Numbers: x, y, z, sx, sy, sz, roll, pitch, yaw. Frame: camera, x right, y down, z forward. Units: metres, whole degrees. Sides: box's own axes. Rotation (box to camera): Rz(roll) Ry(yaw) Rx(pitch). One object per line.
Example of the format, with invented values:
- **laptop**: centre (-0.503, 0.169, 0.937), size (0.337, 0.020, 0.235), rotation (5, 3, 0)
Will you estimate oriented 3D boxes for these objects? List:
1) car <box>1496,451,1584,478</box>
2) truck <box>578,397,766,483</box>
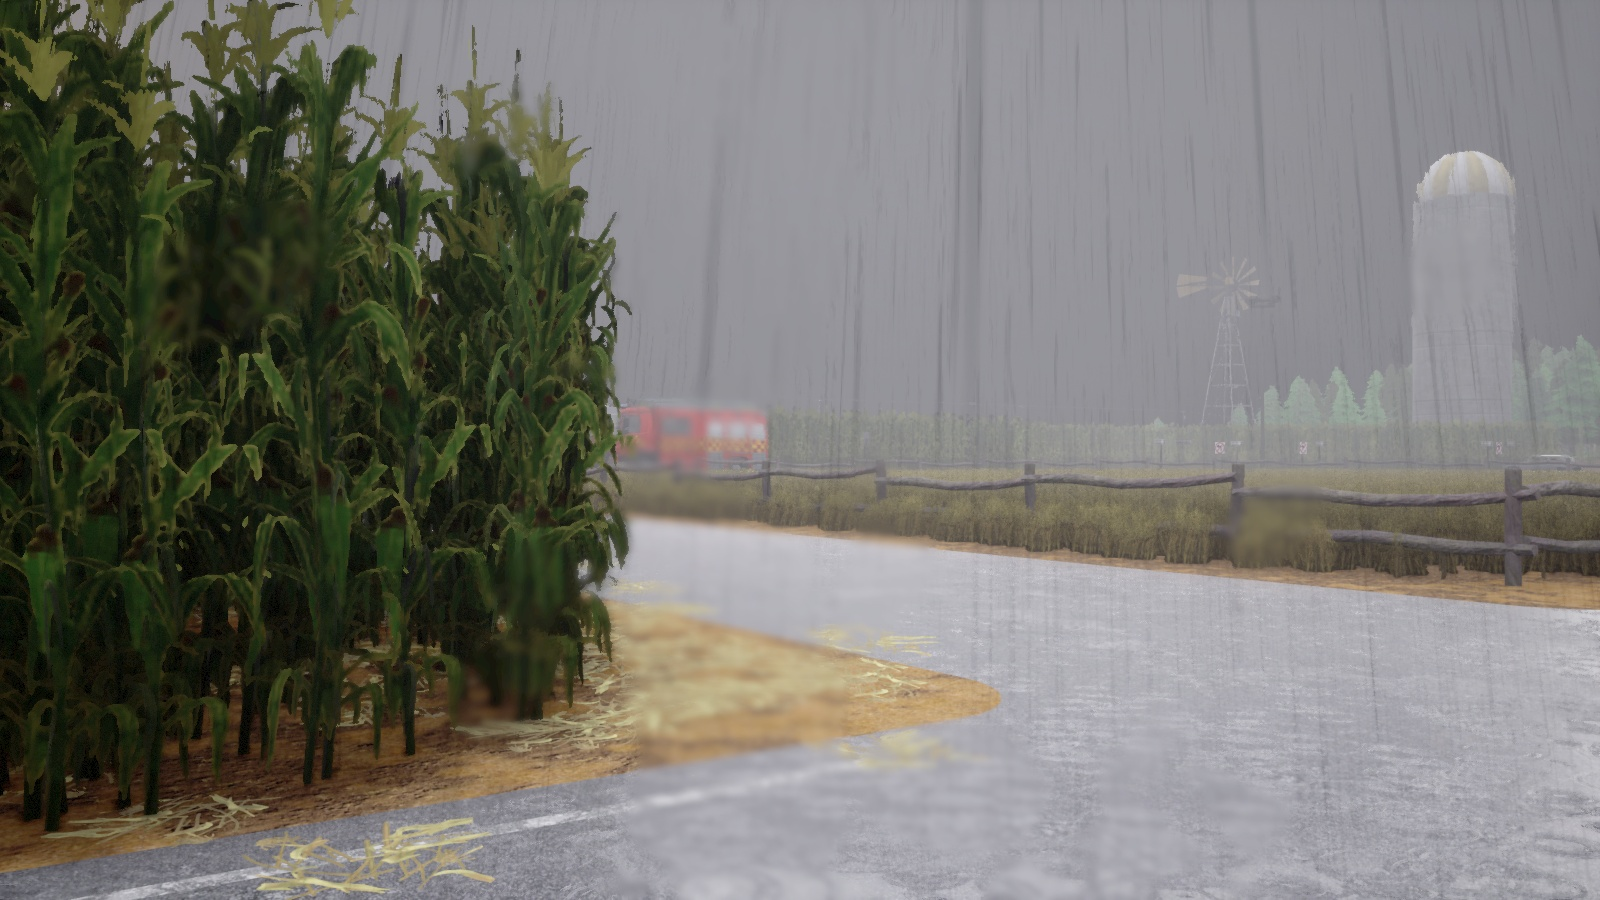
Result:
- **car**: centre (41.902, 0.795, 71.177), size (1.970, 1.475, 3.806), rotation (0, 0, -38)
- **truck**: centre (-5.950, -0.389, 59.396), size (8.468, 3.827, 2.891), rotation (1, 0, -34)
